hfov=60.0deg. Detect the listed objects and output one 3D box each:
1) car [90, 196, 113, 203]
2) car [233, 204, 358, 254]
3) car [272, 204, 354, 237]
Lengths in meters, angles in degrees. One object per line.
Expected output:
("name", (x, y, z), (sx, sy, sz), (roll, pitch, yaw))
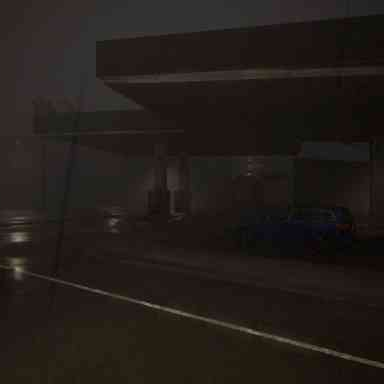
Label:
("car", (-19.004, 1.525, 69.990), (4.902, 1.511, 2.128), (0, 0, -42))
("car", (3.886, 1.295, 12.999), (4.611, 1.667, 2.242), (0, 0, 35))
("car", (6.567, 1.456, 18.137), (3.806, 1.475, 1.970), (0, 0, 35))
